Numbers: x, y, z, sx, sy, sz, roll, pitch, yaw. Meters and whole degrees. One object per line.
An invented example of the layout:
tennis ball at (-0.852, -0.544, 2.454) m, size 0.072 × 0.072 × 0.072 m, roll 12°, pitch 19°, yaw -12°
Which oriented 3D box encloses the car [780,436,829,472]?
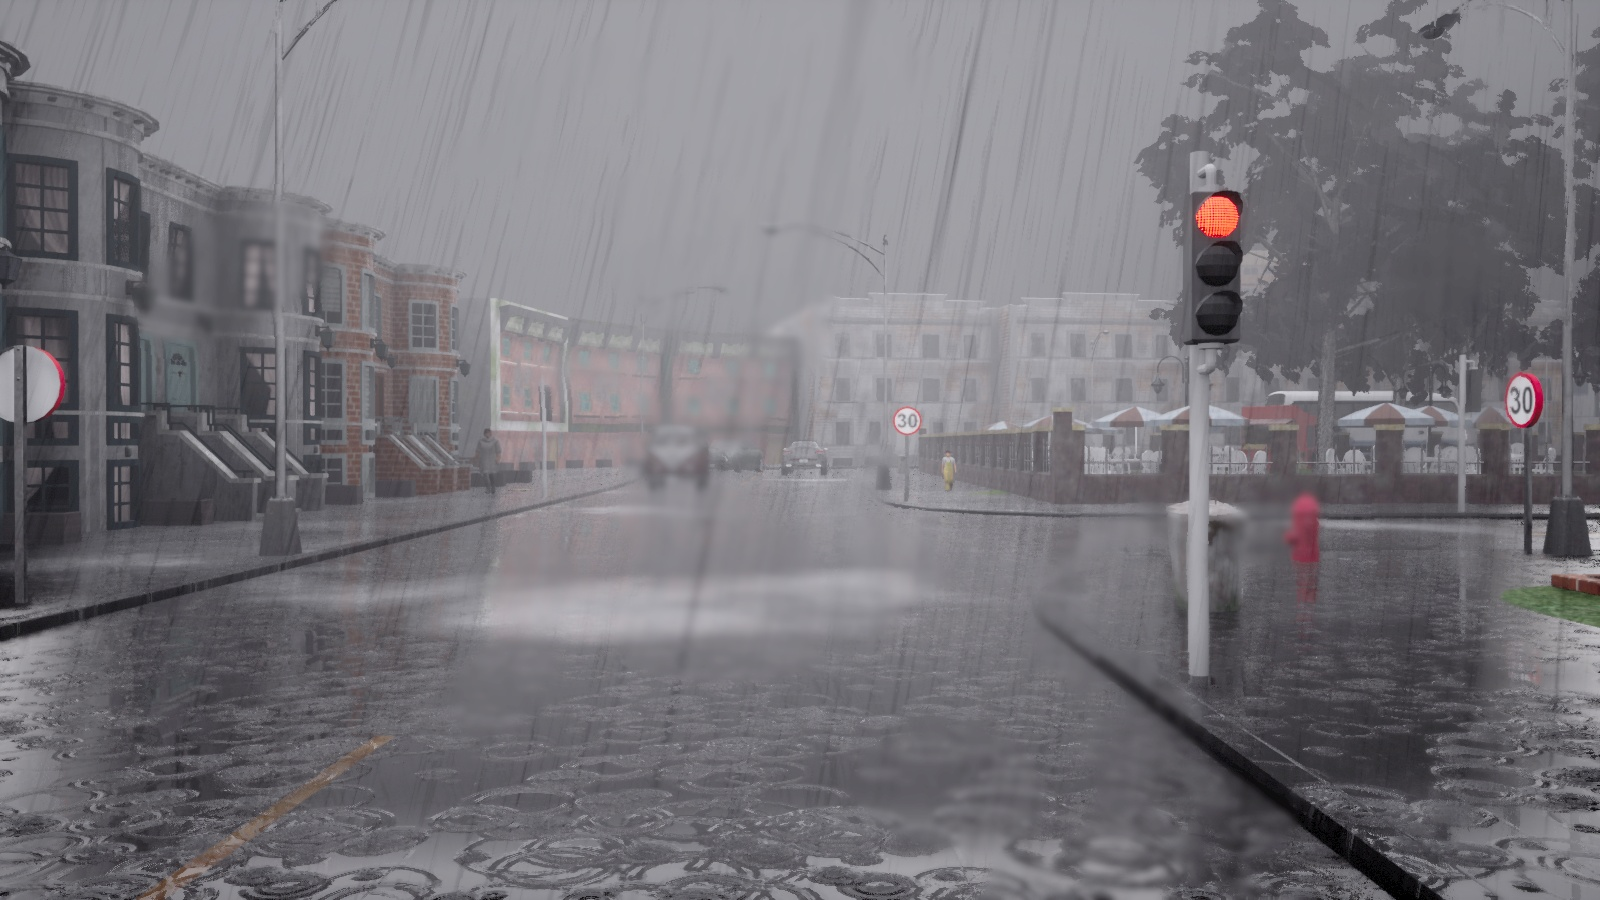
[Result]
car at (0.281, 0.185, 60.445) m, size 2.152 × 1.651 × 5.027 m, roll 0°, pitch 0°, yaw 3°

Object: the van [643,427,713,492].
van at (-3.858, 0.268, 40.407) m, size 1.775 × 1.987 × 4.442 m, roll 0°, pitch 0°, yaw 0°

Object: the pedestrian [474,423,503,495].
pedestrian at (-8.595, 0.251, 34.658) m, size 0.659 × 1.952 × 0.873 m, roll 0°, pitch 0°, yaw -5°

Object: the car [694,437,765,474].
car at (-3.454, 0.251, 62.468) m, size 2.097 × 1.767 × 4.553 m, roll 0°, pitch 0°, yaw 17°

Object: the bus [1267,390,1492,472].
bus at (30.964, -0.986, 67.504) m, size 10.273 × 4.253 × 3.944 m, roll 0°, pitch 0°, yaw 0°

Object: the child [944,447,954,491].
child at (4.247, 0.537, 35.884) m, size 0.270 × 1.263 × 0.437 m, roll 0°, pitch 0°, yaw 4°
